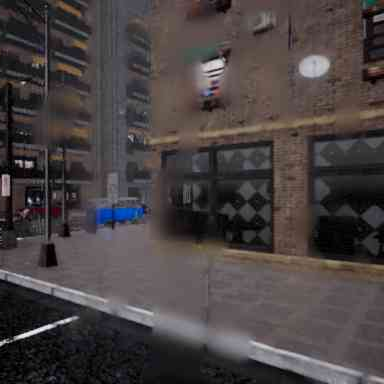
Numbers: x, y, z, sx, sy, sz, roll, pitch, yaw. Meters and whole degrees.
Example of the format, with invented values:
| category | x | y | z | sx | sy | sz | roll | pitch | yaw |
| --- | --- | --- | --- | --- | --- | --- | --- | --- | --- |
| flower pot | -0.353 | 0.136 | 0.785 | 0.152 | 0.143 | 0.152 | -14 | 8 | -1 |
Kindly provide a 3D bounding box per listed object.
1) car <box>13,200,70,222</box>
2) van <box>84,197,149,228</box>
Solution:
| category | x | y | z | sx | sy | sz | roll | pitch | yaw |
| --- | --- | --- | --- | --- | --- | --- | --- | --- | --- |
| car | -11.730 | 1.391 | 26.020 | 1.967 | 1.590 | 4.097 | 0 | 0 | 35 |
| van | -4.883 | 1.245 | 21.188 | 1.690 | 1.788 | 3.998 | 0 | 0 | 35 |
